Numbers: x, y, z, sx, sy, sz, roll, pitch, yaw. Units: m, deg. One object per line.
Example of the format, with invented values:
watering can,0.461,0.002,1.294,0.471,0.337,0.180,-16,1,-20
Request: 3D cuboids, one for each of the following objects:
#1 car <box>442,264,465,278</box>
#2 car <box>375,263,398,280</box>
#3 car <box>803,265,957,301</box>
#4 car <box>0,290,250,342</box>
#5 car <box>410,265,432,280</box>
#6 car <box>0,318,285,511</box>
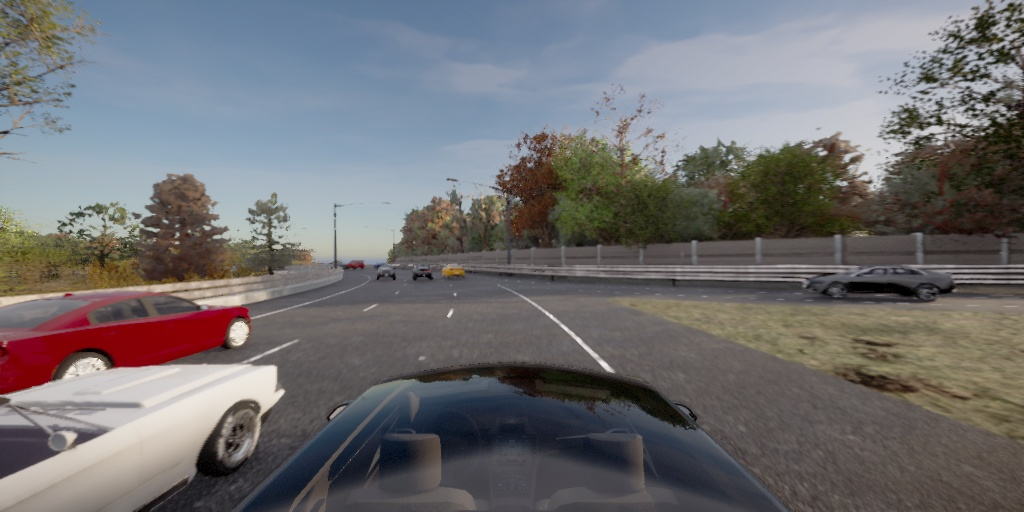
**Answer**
car,-6.621,1.656,40.092,1.882,1.535,5.008,-1,-1,-19
car,-13.563,1.787,38.763,1.812,1.442,4.674,-1,-1,-20
car,16.307,1.149,16.220,4.902,1.511,2.128,-1,-1,26
car,-7.146,1.367,6.593,1.882,1.535,5.008,-1,-1,-2
car,-9.504,1.704,37.768,1.837,1.490,4.892,0,0,-19
car,-3.504,1.400,1.885,1.895,1.301,4.718,-1,-1,0
